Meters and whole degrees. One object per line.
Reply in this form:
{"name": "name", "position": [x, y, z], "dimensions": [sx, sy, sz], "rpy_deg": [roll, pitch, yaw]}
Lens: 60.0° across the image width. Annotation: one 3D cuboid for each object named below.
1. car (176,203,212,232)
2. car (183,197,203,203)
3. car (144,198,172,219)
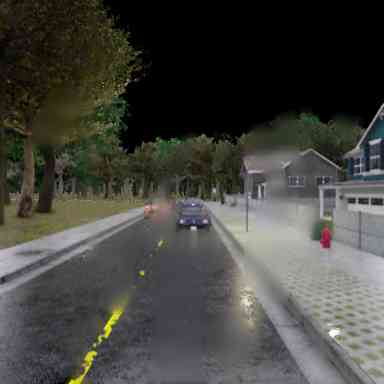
{"name": "car", "position": [0.101, 1.573, 19.591], "dimensions": [1.895, 1.301, 4.718], "rpy_deg": [0, 0, 0]}
{"name": "car", "position": [0.101, 1.310, 35.465], "dimensions": [2.097, 1.767, 4.553], "rpy_deg": [0, 0, 0]}
{"name": "car", "position": [-2.846, 1.315, 28.523], "dimensions": [2.097, 1.767, 4.553], "rpy_deg": [0, 0, 0]}
